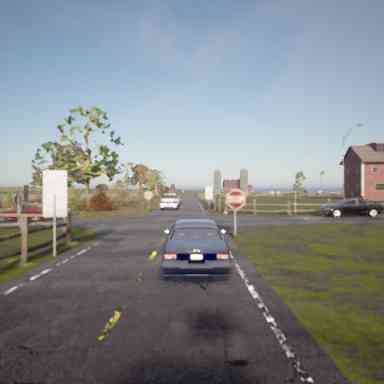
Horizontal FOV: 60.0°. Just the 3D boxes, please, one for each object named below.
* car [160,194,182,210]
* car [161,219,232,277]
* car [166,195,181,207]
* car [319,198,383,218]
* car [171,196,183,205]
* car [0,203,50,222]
[{"bbox_3d":[-2.821,1.218,42.589,2.150,2.045,5.566,0,0,0],"label":"car"},{"bbox_3d":[0.103,1.546,10.190,2.033,1.411,5.357,0,0,0],"label":"car"},{"bbox_3d":[-2.815,1.348,52.681,2.097,1.767,4.553,0,0,0],"label":"car"},{"bbox_3d":[12.968,1.285,27.228,4.892,1.490,1.837,-1,0,0],"label":"car"},{"bbox_3d":[-2.769,1.523,62.177,1.812,1.442,4.674,0,0,1],"label":"car"},{"bbox_3d":[-13.717,1.682,27.432,4.674,1.442,1.812,-1,0,2],"label":"car"}]
